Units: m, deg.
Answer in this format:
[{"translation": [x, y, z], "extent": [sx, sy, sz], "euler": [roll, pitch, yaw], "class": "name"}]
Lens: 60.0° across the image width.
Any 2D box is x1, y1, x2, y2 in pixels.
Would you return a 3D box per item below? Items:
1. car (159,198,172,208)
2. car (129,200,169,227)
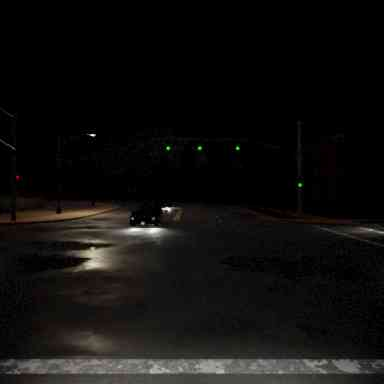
[{"translation": [-4.094, 1.559, 48.360], "extent": [1.994, 1.385, 4.181], "euler": [0, 0, -10], "class": "car"}, {"translation": [-3.020, 1.548, 23.164], "extent": [2.033, 1.411, 5.357], "euler": [0, 0, 0], "class": "car"}]
